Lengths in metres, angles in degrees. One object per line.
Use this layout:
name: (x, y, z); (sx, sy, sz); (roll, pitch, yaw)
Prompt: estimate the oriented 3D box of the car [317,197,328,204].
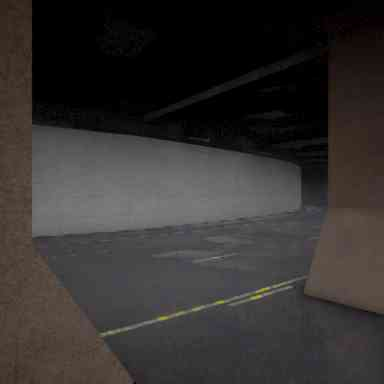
car: (24.753, 1.601, 60.238); (1.895, 1.301, 4.718); (0, 0, -14)
